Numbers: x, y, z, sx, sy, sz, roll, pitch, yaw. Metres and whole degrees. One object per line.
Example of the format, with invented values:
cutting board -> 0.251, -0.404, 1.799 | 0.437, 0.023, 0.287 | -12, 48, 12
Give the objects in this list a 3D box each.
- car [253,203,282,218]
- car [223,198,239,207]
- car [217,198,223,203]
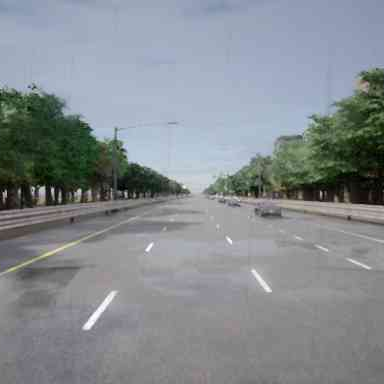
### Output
car -> 7.055, 1.689, 31.436 | 1.994, 1.385, 4.181 | 0, 0, 0
car -> 7.188, 1.872, 58.710 | 2.033, 1.411, 5.357 | 0, 0, 0
car -> 7.375, 2.070, 82.860 | 1.994, 1.385, 4.181 | 0, 0, 1
